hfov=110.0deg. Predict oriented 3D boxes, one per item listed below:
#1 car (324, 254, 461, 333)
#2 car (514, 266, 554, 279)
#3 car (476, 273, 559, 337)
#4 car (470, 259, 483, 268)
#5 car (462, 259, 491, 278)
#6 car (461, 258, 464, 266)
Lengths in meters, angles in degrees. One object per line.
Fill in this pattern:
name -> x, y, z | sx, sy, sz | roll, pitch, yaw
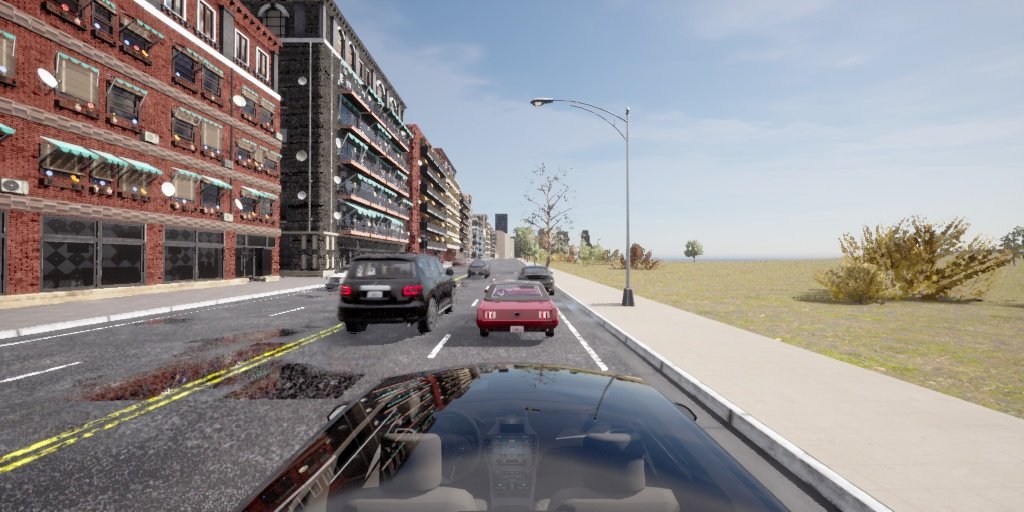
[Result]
car -> -3.115, 0.972, 10.858 | 2.150, 2.045, 5.566 | 0, 0, 0
car -> 1.207, 1.257, 19.455 | 1.837, 1.490, 4.892 | 0, 0, 0
car -> 0.132, 1.352, 10.254 | 1.895, 1.301, 4.718 | 0, 0, 0
car -> -6.302, 1.253, 64.399 | 1.837, 1.490, 4.892 | 0, 0, 1
car -> -3.022, 1.244, 33.650 | 2.128, 1.511, 4.902 | 0, 0, 0
car -> -9.546, 1.101, 64.720 | 2.097, 1.767, 4.553 | 0, 0, 1
